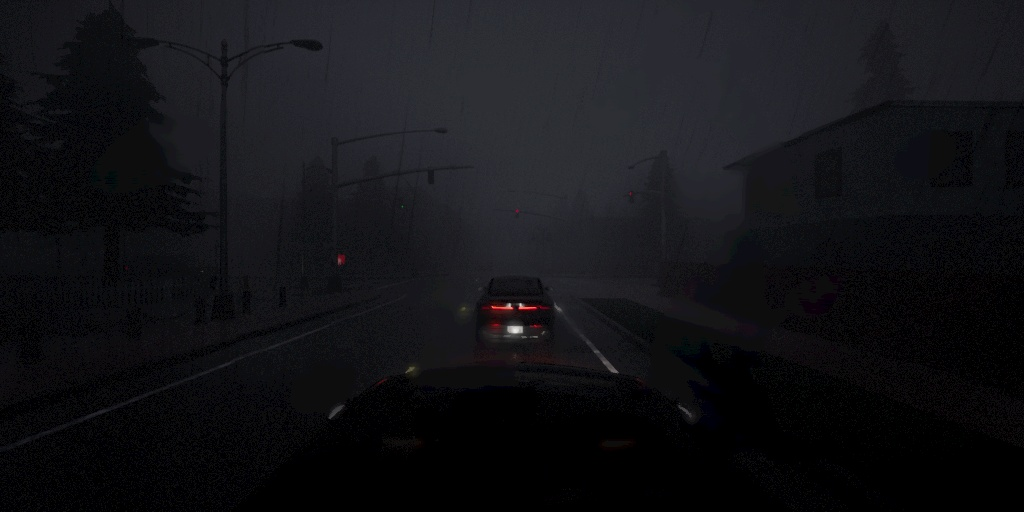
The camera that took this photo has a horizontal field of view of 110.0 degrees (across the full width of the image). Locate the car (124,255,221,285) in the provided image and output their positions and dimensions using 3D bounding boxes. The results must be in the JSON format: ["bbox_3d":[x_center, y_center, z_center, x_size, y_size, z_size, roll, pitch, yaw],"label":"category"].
[{"bbox_3d":[-22.398,0.982,23.989,5.566,2.045,2.150,0,0,-2],"label":"car"}]

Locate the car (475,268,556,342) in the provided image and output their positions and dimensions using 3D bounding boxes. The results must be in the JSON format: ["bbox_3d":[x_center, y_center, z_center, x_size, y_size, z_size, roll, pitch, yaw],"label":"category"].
[{"bbox_3d":[0.092,1.253,9.729,1.837,1.490,4.892,0,0,0],"label":"car"}]

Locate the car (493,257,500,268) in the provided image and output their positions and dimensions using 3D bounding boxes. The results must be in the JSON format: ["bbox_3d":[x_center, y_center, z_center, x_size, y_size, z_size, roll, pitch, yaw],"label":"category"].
[{"bbox_3d":[-3.443,1.265,61.122,1.812,1.442,4.674,0,0,0],"label":"car"}]

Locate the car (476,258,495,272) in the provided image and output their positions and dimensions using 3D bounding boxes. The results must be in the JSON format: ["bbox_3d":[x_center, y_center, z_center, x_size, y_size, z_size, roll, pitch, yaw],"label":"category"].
[{"bbox_3d":[-3.497,1.268,45.809,1.812,1.442,4.674,0,0,0],"label":"car"}]
